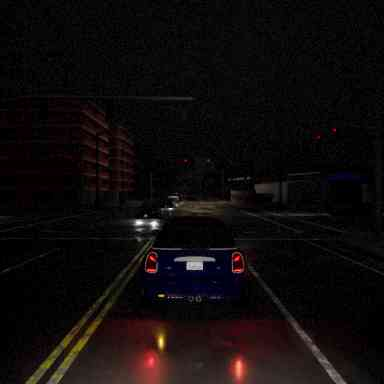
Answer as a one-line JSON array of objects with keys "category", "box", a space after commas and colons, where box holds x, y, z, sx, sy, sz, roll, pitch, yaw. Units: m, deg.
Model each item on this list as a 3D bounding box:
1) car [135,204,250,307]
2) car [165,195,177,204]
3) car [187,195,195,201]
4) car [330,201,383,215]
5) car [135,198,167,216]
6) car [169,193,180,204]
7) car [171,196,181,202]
[{"category": "car", "box": [0.056, 1.352, 8.117, 2.097, 1.767, 4.553, 0, 0, 0]}, {"category": "car", "box": [-3.660, 1.547, 48.211, 2.033, 1.411, 5.357, 0, 0, -1]}, {"category": "car", "box": [-0.188, 1.500, 81.285, 1.837, 1.490, 4.892, 0, 0, 0]}, {"category": "car", "box": [16.391, 1.601, 33.204, 4.718, 1.301, 1.895, 0, 0, 0]}, {"category": "car", "box": [-3.662, 1.513, 28.941, 2.033, 1.411, 5.357, 0, 0, 0]}, {"category": "car", "box": [-3.690, 1.223, 65.194, 2.150, 2.045, 5.566, 0, 0, 1]}, {"category": "car", "box": [-3.676, 1.540, 76.349, 2.033, 1.411, 5.357, 0, 0, 0]}]
